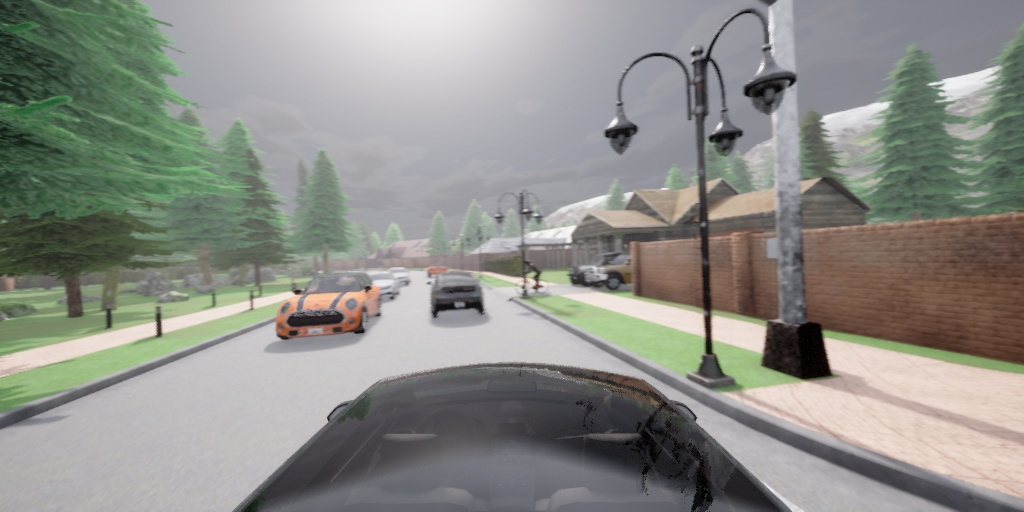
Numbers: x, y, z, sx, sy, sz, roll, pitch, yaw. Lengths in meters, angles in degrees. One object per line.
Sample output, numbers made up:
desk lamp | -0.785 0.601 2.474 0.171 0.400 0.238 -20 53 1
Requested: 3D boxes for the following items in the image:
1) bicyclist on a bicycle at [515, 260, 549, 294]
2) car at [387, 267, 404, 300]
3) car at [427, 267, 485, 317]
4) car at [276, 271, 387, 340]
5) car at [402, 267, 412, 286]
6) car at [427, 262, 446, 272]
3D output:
bicyclist on a bicycle | 0.947 1.017 17.122 1.656 1.620 0.582 -2 0 -12
car | -7.302 1.584 19.878 1.812 1.442 4.674 -2 0 -12
car | -2.218 1.358 13.970 1.837 1.490 4.892 -2 0 -12
car | -5.425 1.324 11.186 2.097 1.767 4.553 -2 0 -12
car | -9.493 1.685 29.886 1.812 1.442 4.674 -2 0 -13
car | -8.722 1.501 41.664 2.097 1.767 4.553 -2 0 -17
